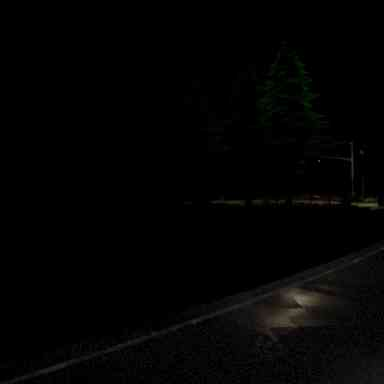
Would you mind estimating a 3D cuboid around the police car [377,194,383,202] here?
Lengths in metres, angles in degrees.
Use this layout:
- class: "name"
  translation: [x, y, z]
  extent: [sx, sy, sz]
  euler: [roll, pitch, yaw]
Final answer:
- class: "police car"
  translation: [19.655, 0.652, 31.529]
  extent: [2.038, 1.542, 4.974]
  euler: [-1, 1, -4]
